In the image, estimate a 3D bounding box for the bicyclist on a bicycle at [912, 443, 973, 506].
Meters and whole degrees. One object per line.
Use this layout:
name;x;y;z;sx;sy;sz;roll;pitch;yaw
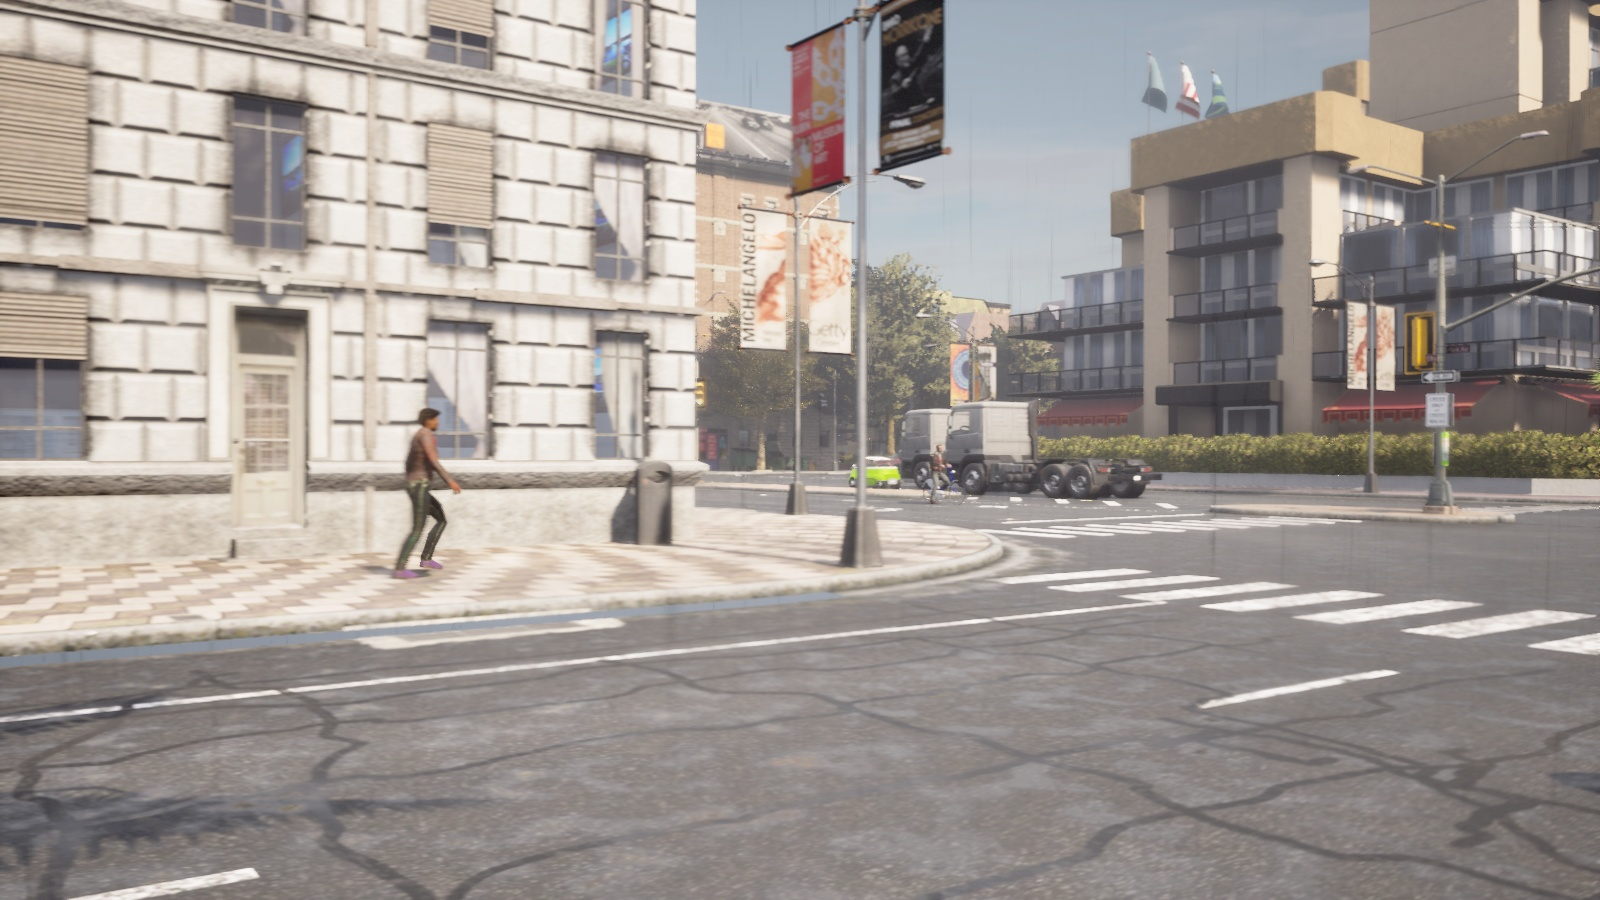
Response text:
bicyclist on a bicycle;4.096;0.695;36.218;0.659;1.776;1.843;0;0;-35

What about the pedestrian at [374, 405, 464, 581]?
pedestrian;-4.019;0.442;13.252;0.869;1.805;0.328;0;0;-28

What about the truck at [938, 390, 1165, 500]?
truck;8.555;-0.148;43.761;2.891;3.462;7.936;0;0;-35

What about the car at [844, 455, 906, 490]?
car;3.058;0.919;51.518;1.481;1.376;2.207;0;0;-35

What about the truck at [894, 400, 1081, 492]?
truck;7.487;-0.127;51.321;2.891;3.462;7.936;0;0;-35
